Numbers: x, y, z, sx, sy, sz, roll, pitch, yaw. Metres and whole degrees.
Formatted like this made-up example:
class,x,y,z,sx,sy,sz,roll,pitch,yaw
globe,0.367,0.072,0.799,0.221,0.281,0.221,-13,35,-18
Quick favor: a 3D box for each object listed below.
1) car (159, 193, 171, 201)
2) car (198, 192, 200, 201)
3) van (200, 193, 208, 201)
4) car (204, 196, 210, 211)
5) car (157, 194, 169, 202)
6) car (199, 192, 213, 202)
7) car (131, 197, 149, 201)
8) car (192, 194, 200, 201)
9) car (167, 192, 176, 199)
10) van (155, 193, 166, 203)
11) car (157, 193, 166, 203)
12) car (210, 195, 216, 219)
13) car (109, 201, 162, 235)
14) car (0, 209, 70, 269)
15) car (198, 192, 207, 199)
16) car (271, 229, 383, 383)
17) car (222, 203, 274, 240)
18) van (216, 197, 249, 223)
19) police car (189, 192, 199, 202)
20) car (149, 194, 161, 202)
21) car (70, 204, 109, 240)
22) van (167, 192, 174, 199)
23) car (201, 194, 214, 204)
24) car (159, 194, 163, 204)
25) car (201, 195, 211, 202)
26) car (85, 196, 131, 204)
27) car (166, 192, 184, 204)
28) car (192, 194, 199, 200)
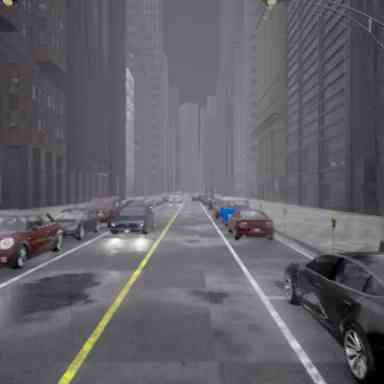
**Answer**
class,x,y,z,sx,sy,sz,roll,pitch,yaw
car,-5.757,1.059,72.429,2.192,1.841,5.009,0,0,0
car,2.768,1.094,61.222,2.192,1.841,5.009,0,0,0
van,2.769,1.068,78.049,1.690,1.788,3.998,0,0,0
car,2.766,1.418,38.786,1.947,1.339,4.313,0,0,0
car,-5.757,1.202,66.820,1.967,1.590,4.097,0,0,0
car,2.767,1.112,55.612,2.192,1.841,5.009,0,0,0
car,-5.759,1.438,33.164,1.947,1.339,4.313,0,0,0
car,0.906,1.255,77.393,1.812,1.442,4.674,0,0,0
car,-5.755,0.992,94.867,2.192,1.841,5.009,0,0,0
van,-5.757,1.120,61.210,1.690,1.788,3.998,0,0,0
car,-5.758,1.323,55.431,1.752,1.417,4.829,0,0,0
car,2.766,1.332,27.568,1.967,1.590,4.097,0,0,0
car,-3.100,1.474,18.511,2.033,1.411,5.357,0,0,0
car,-5.760,1.397,10.726,1.967,1.590,4.097,0,0,0
car,2.770,1.008,89.267,2.192,1.841,5.009,0,0,0
car,2.764,1.545,5.132,1.947,1.339,4.313,0,0,0
car,2.765,1.480,16.350,1.887,1.381,4.507,0,0,0
van,2.766,1.255,21.958,1.690,1.788,3.998,0,0,0
police car,0.905,1.185,67.503,1.930,1.638,5.238,0,0,0
car,-5.758,1.384,44.383,2.008,1.369,4.403,0,0,0
car,-5.760,1.486,16.335,2.008,1.369,4.403,0,0,0
van,-5.756,1.034,89.257,1.690,1.788,3.998,0,0,0
car,2.767,1.397,50.004,1.802,1.307,4.206,0,0,0
car,-5.758,1.397,49.992,1.802,1.307,4.206,0,0,0
car,2.768,1.286,67.002,1.752,1.417,4.829,0,0,0
car,-5.759,1.229,21.944,2.192,1.841,5.009,0,0,0
car,-3.029,1.001,60.228,2.150,2.045,5.566,0,0,1
car,0.906,1.237,83.393,1.812,1.442,4.674,0,0,0
